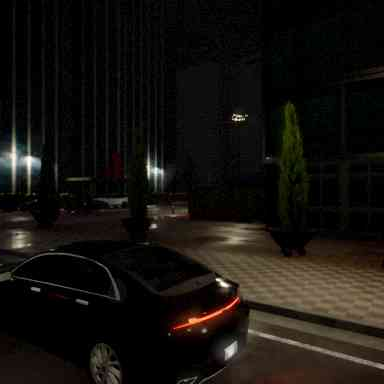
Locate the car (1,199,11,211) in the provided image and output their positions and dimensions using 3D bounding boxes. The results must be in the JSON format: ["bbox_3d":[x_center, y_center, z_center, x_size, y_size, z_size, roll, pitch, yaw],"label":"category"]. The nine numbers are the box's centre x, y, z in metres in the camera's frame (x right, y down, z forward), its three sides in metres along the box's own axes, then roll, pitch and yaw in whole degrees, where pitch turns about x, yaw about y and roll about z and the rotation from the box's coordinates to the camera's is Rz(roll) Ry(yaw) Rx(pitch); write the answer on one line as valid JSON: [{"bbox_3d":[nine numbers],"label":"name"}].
[{"bbox_3d":[-21.052,1.547,37.962,2.033,1.411,5.357,0,0,35],"label":"car"}]

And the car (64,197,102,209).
[{"bbox_3d":[-15.104,1.505,46.427,1.837,1.490,4.892,0,0,35],"label":"car"}]

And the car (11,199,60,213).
[{"bbox_3d":[-17.104,1.491,37.498,2.128,1.511,4.902,0,0,35],"label":"car"}]

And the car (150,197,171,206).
[{"bbox_3d":[-5.304,1.564,54.256,1.994,1.385,4.181,0,0,35],"label":"car"}]

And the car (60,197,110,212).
[{"bbox_3d":[-12.142,1.601,38.088,1.895,1.301,4.718,0,0,35],"label":"car"}]

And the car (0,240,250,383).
[{"bbox_3d":[-1.536,1.505,5.101,4.892,1.490,1.837,0,0,36],"label":"car"}]

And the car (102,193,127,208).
[{"bbox_3d":[-11.208,1.223,45.881,2.150,2.045,5.566,0,0,35],"label":"car"}]
